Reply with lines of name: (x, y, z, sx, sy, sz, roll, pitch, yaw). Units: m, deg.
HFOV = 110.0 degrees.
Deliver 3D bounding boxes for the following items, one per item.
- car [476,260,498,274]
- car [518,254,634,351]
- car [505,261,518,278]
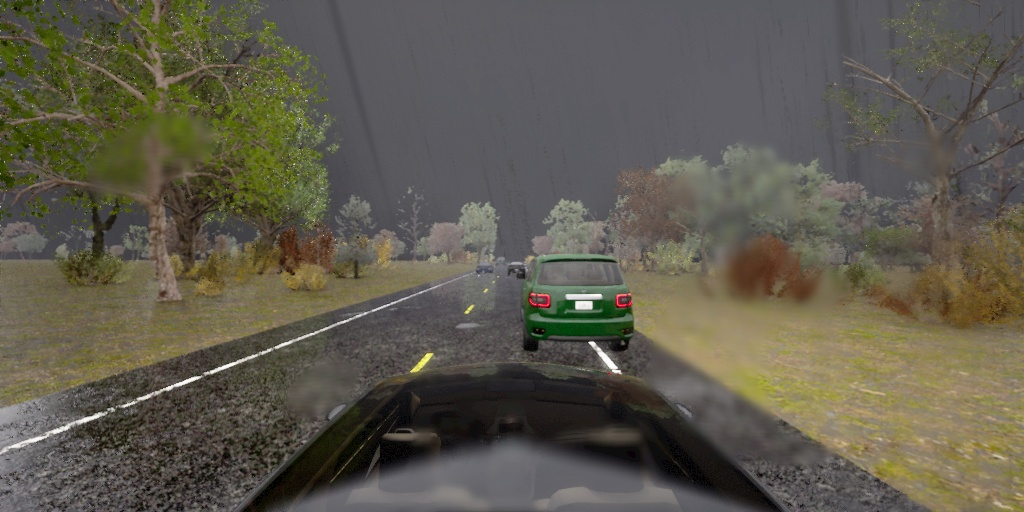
car: (-3.132, 1.400, 42.404, 2.033, 1.411, 5.357, 0, 0, 1)
car: (1.324, 0.982, 9.126, 2.150, 2.045, 5.566, 0, 0, 1)
car: (0.535, 1.320, 40.594, 1.882, 1.535, 5.008, 0, 0, 1)
